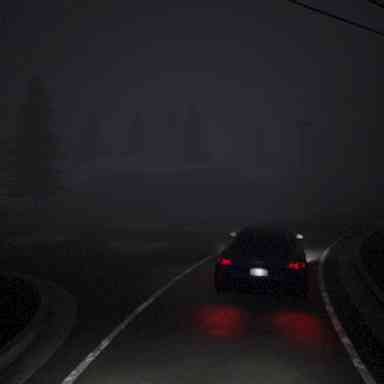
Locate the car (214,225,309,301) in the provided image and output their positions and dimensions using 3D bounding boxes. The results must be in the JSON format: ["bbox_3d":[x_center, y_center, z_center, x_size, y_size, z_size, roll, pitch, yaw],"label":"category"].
[{"bbox_3d":[1.846,1.539,8.462,1.994,1.385,4.181,0,0,16],"label":"car"}]
